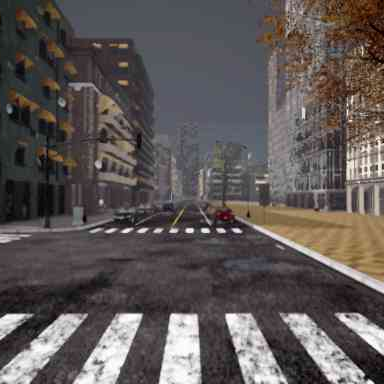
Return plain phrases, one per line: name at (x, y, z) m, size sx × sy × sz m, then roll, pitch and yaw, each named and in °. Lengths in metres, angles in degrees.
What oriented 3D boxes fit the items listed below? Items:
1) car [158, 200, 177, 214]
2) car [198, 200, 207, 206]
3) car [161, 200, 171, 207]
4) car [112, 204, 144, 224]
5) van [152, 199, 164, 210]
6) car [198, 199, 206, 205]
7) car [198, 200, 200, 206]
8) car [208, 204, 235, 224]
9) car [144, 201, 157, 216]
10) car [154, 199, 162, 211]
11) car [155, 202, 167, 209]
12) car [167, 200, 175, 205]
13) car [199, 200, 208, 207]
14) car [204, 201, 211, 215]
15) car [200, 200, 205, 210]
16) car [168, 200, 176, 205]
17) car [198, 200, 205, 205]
car at (-3.006, 2.149, 43.560) m, size 1.837 × 1.490 × 4.892 m, roll 0°, pitch 0°, yaw 0°
car at (2.679, 2.763, 84.158) m, size 2.008 × 1.369 × 4.403 m, roll 0°, pitch -1°, yaw 0°
car at (-5.699, 2.485, 73.095) m, size 1.967 × 1.590 × 4.097 m, roll 0°, pitch -1°, yaw 0°
car at (-5.692, 1.950, 28.836) m, size 2.008 × 1.369 × 4.403 m, roll 0°, pitch -1°, yaw 0°
van at (-5.697, 2.141, 56.500) m, size 1.690 × 1.788 × 3.998 m, roll 0°, pitch -1°, yaw 0°
car at (2.678, 2.738, 89.691) m, size 1.967 × 1.590 × 4.097 m, roll 0°, pitch -1°, yaw 0°
car at (2.682, 2.490, 67.732) m, size 1.752 × 1.417 × 4.829 m, roll 0°, pitch -1°, yaw 0°
car at (2.688, 1.944, 28.837) m, size 1.887 × 1.381 × 4.507 m, roll 0°, pitch -1°, yaw 0°
car at (-5.694, 2.108, 39.901) m, size 2.008 × 1.369 × 4.403 m, roll 0°, pitch -1°, yaw 0°
car at (-5.696, 2.159, 50.967) m, size 1.967 × 1.590 × 4.097 m, roll 0°, pitch -1°, yaw 0°
car at (-5.697, 2.463, 62.028) m, size 1.802 × 1.307 × 4.206 m, roll 0°, pitch -1°, yaw 0°
car at (-5.702, 2.849, 89.689) m, size 2.008 × 1.369 × 4.403 m, roll 0°, pitch -1°, yaw 0°
car at (2.680, 2.673, 78.627) m, size 1.887 × 1.381 × 4.507 m, roll 0°, pitch -1°, yaw 0°
car at (2.686, 2.085, 40.072) m, size 1.752 × 1.417 × 4.829 m, roll 0°, pitch -1°, yaw 0°
car at (2.684, 2.381, 56.497) m, size 1.802 × 1.307 × 4.206 m, roll 0°, pitch -1°, yaw 0°
car at (-5.703, 2.934, 95.221) m, size 2.008 × 1.369 × 4.403 m, roll 0°, pitch -1°, yaw 0°
car at (2.678, 2.934, 95.221) m, size 2.008 × 1.369 × 4.403 m, roll 0°, pitch -1°, yaw 0°
